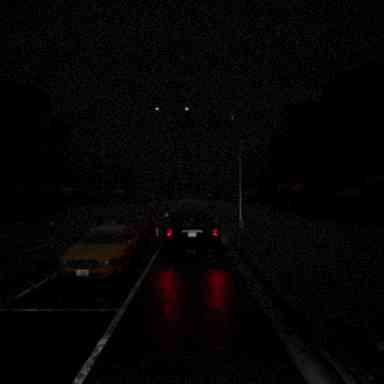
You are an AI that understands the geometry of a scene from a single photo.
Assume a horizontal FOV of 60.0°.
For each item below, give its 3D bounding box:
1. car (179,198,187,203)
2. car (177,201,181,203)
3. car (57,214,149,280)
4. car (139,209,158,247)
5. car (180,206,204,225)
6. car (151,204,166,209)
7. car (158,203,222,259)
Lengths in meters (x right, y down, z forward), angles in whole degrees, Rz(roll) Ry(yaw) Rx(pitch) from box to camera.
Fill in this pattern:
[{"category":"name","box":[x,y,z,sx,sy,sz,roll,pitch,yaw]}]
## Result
[{"category":"car","box":[-2.628,2.459,75.053,1.752,1.417,4.829,0,-1,0]},{"category":"car","box":[-2.629,2.000,37.455,1.947,1.339,4.313,0,-1,0]},{"category":"car","box":[-2.629,1.640,10.387,1.752,1.417,4.829,1,-1,0]},{"category":"car","box":[-2.629,1.722,15.937,1.887,1.381,4.507,1,-1,0]},{"category":"car","box":[0.021,1.924,28.257,1.895,1.301,4.718,0,-1,0]},{"category":"car","box":[-2.628,1.744,26.697,1.967,1.590,4.097,1,-1,0]},{"category":"car","box":[0.025,1.501,13.435,2.097,1.767,4.553,0,-1,0]}]
